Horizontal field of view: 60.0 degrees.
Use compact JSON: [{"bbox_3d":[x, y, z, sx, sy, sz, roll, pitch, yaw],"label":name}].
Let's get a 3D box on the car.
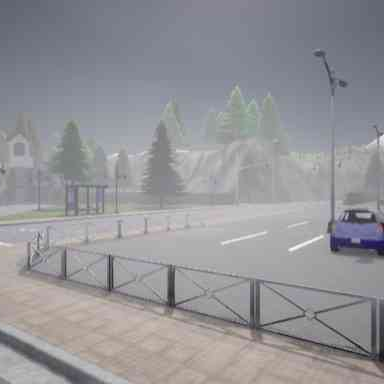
[{"bbox_3d":[6.292,1.346,12.139,1.845,1.501,3.633,0,0,35],"label":"car"}]
